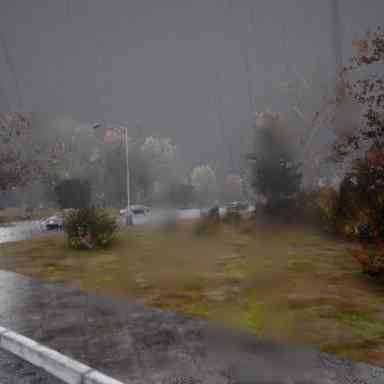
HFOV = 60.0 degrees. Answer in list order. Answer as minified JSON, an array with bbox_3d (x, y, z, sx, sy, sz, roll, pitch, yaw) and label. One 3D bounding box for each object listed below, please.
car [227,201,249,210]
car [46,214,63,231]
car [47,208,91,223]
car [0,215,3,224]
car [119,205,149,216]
[{"bbox_3d":[6.785,2.120,48.601,1.837,1.490,4.892,-3,-2,32],"label":"car"},{"bbox_3d":[-8.549,2.046,24.594,1.994,1.385,4.181,-3,-2,34],"label":"car"},{"bbox_3d":[-13.428,2.517,36.650,1.994,1.385,4.181,-3,-2,32],"label":"car"},{"bbox_3d":[-18.873,2.439,28.341,1.837,1.490,4.892,-3,-2,35],"label":"car"},{"bbox_3d":[-7.870,2.491,45.391,2.128,1.511,4.902,-3,-2,32],"label":"car"}]
